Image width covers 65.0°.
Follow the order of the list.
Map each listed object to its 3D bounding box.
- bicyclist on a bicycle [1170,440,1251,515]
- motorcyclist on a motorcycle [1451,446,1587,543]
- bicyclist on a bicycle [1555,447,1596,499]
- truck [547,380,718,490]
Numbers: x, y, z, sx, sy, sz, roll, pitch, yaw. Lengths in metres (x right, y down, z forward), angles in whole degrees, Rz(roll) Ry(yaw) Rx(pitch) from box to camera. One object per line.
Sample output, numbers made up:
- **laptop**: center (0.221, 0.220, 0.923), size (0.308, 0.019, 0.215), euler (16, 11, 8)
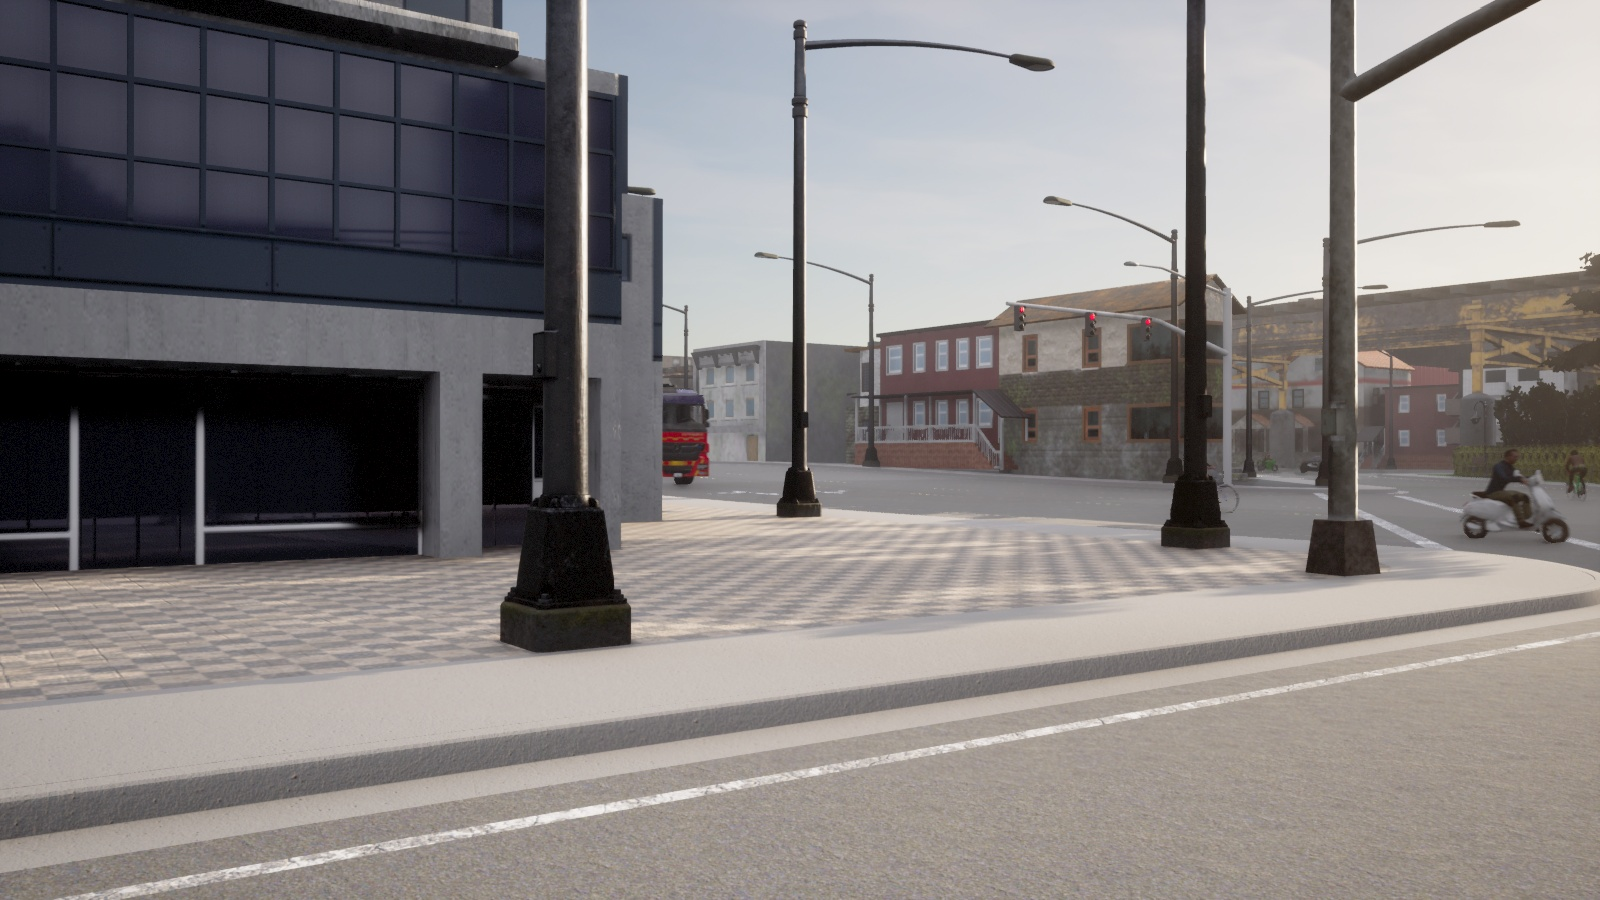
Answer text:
- **bicyclist on a bicycle**: center (10.032, 0.643, 30.755), size (0.659, 1.776, 1.843), euler (0, 0, -35)
- **motorcyclist on a motorcycle**: center (12.282, 0.725, 21.499), size (0.866, 1.590, 1.817), euler (0, 0, -35)
- **bicyclist on a bicycle**: center (24.807, 0.730, 40.181), size (0.582, 1.620, 1.656), euler (0, -1, 13)
- **truck**: center (-6.630, -0.619, 48.271), size (2.891, 3.827, 8.468), euler (0, 1, -35)
